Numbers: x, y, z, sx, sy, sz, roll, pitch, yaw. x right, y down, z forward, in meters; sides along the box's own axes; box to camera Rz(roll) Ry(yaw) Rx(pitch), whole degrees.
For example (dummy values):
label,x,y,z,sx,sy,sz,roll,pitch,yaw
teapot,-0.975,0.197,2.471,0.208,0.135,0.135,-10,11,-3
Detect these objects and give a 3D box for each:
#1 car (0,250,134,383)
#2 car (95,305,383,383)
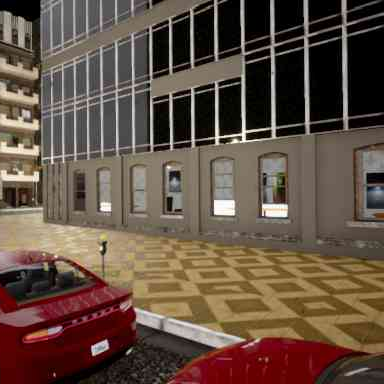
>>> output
label,x,y,z,sx,sy,sz,roll,pitch,yaw
car,-2.804,1.545,4.892,4.507,1.381,1.887,0,-1,36
car,1.765,1.545,1.625,4.507,1.381,1.887,0,-1,36
